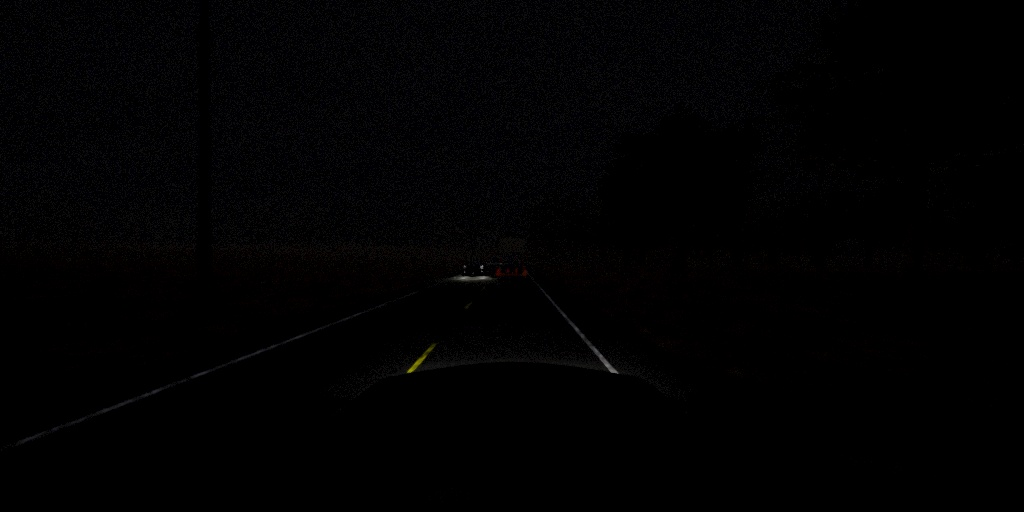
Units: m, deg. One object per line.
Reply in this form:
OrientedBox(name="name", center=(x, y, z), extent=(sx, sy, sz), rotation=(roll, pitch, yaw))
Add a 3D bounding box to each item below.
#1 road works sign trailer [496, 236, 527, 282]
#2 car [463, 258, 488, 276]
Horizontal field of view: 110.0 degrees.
OrientedBox(name="road works sign trailer", center=(0.013, 0.170, 28.906), extent=(2.380, 3.560, 2.880), rotation=(0, 0, 1))
OrientedBox(name="car", center=(-3.588, 1.025, 35.373), extent=(2.097, 1.767, 4.553), rotation=(0, 0, 0))
